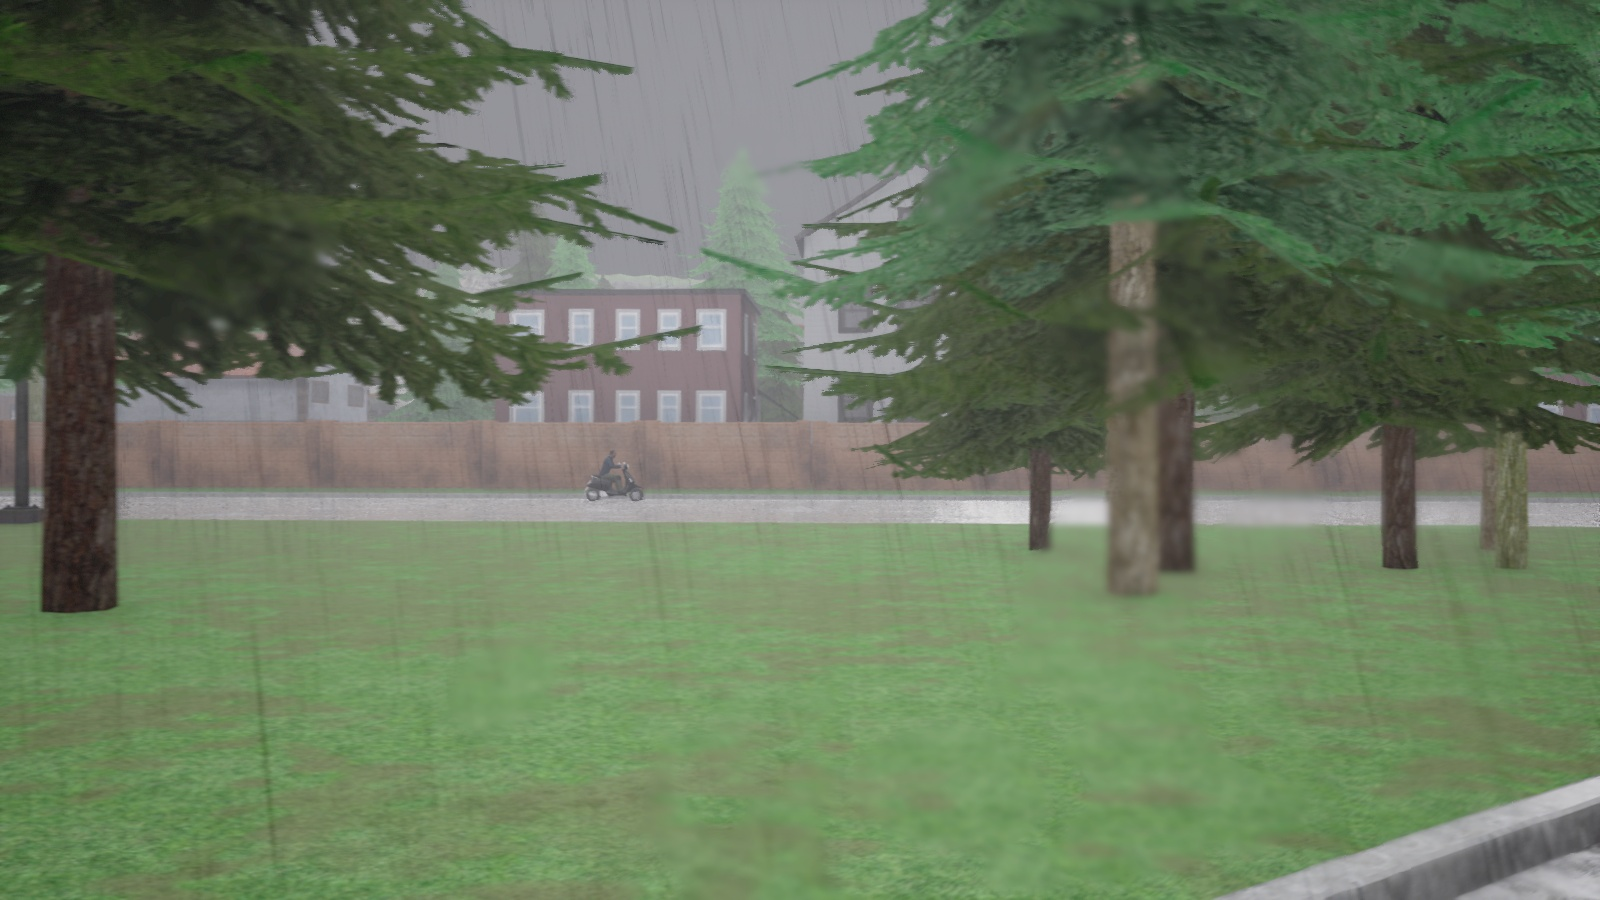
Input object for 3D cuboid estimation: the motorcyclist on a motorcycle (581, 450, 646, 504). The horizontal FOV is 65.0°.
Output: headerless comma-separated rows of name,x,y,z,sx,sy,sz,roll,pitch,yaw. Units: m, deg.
motorcyclist on a motorcycle,-5.605,0.802,37.799,1.817,1.590,0.866,0,0,3
